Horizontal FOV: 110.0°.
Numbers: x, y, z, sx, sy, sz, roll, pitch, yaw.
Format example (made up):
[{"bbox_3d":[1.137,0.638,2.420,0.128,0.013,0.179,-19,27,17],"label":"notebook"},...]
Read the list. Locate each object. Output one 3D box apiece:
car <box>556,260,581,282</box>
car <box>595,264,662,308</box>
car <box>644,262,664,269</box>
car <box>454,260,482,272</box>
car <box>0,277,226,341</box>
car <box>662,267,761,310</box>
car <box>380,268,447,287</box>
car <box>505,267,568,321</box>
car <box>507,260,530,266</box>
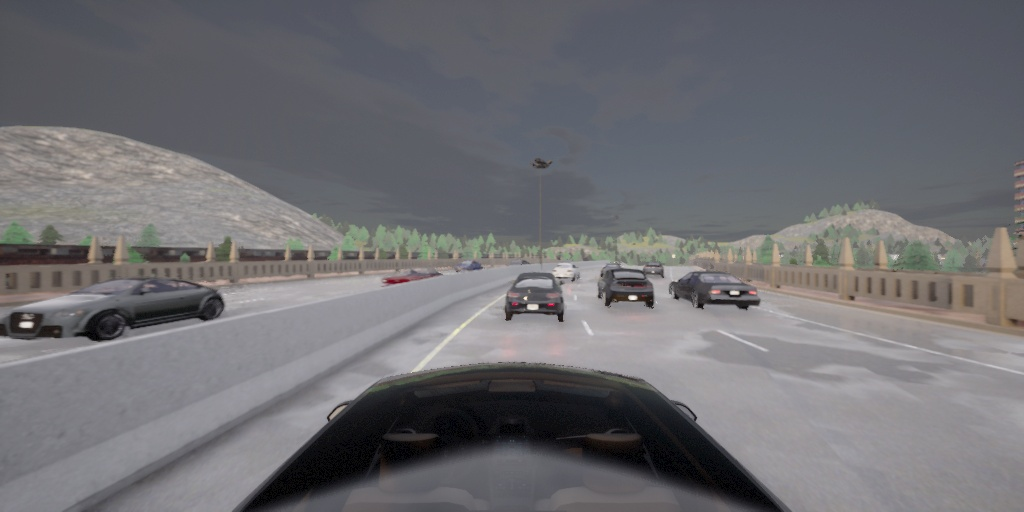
[{"bbox_3d":[4.495,1.295,29.754,1.812,1.442,4.674,0,0,17],"label":"car"},{"bbox_3d":[4.766,1.275,15.481,1.837,1.490,4.892,0,0,8],"label":"car"},{"bbox_3d":[14.136,1.301,35.771,2.128,1.511,4.902,0,0,22],"label":"car"},{"bbox_3d":[-5.299,1.254,44.262,1.812,1.442,4.674,0,0,22],"label":"car"},{"bbox_3d":[-10.138,1.271,9.588,1.994,1.385,4.181,0,0,5],"label":"car"},{"bbox_3d":[8.158,1.332,14.987,2.033,1.411,5.357,0,0,9],"label":"car"},{"bbox_3d":[-5.323,1.329,20.026,1.895,1.301,4.718,0,0,11],"label":"car"},{"bbox_3d":[0.855,1.279,12.453,1.812,1.442,4.674,0,0,7],"label":"car"},{"bbox_3d":[0.926,1.261,49.896,1.837,1.490,4.892,0,0,24],"label":"car"}]
